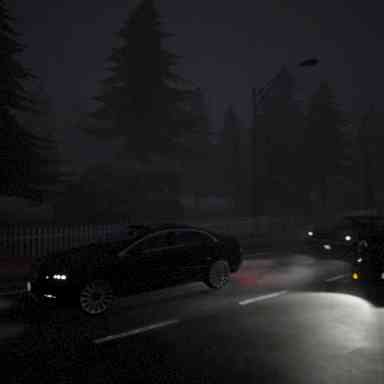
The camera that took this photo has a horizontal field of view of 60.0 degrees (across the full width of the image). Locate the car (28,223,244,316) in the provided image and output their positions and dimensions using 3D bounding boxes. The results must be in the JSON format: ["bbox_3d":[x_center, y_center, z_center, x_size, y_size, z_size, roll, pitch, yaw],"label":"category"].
[{"bbox_3d":[-1.014,1.497,7.601,4.902,1.511,2.128,0,0,-35],"label":"car"}]

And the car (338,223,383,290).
[{"bbox_3d":[5.694,1.579,8.032,4.181,1.385,1.994,0,0,-35],"label":"car"}]

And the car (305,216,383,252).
[{"bbox_3d":[6.544,1.621,12.956,4.718,1.301,1.895,0,0,-35],"label":"car"}]
